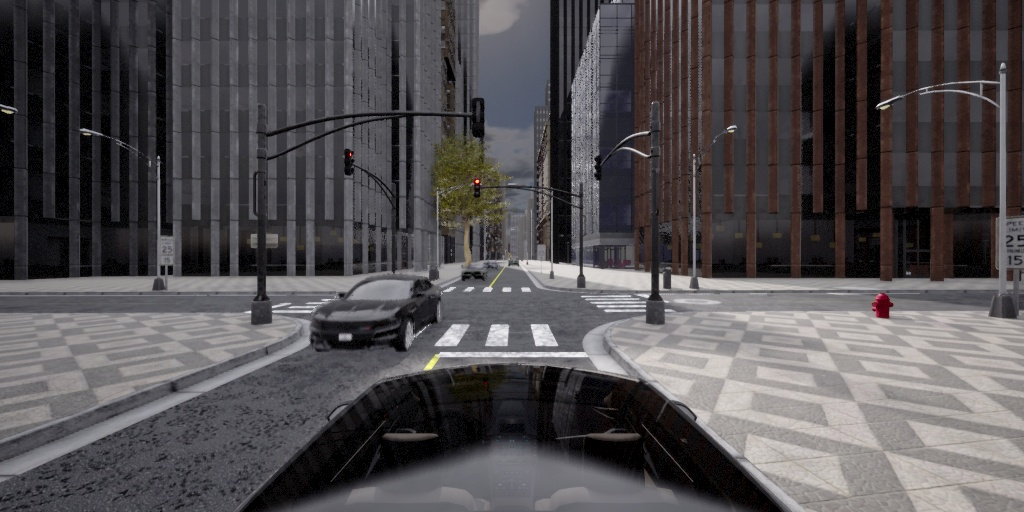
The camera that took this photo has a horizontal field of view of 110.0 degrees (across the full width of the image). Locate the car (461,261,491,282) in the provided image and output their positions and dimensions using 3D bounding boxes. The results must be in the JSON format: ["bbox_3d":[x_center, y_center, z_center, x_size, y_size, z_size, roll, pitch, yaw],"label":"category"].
[{"bbox_3d":[-3.008,1.353,29.500,1.895,1.301,4.718,0,0,0],"label":"car"}]

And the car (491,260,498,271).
[{"bbox_3d":[-2.923,1.317,50.208,1.994,1.385,4.181,0,0,0],"label":"car"}]

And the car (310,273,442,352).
[{"bbox_3d":[-3.079,1.229,9.127,1.882,1.535,5.008,0,0,0],"label":"car"}]
